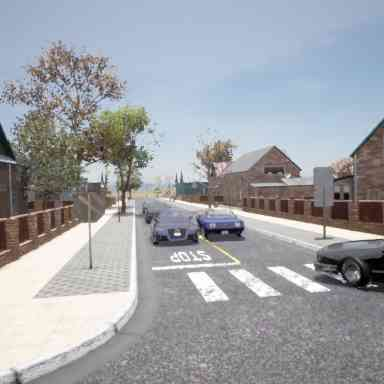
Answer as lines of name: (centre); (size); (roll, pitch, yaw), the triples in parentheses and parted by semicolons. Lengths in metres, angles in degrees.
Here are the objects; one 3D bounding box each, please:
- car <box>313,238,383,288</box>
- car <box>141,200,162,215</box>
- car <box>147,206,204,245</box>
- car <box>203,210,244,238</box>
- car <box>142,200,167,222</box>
car: (5.508, 1.437, 7.131); (5.357, 1.411, 2.033); (-1, 0, 42)
car: (-4.646, 1.645, 37.384); (2.033, 1.411, 5.357); (-2, 0, -10)
car: (-0.955, 1.609, 15.985); (1.994, 1.385, 4.181); (-2, 0, -10)
car: (1.307, 1.580, 17.656); (1.895, 1.301, 4.718); (-2, 0, -6)
car: (-2.708, 1.548, 26.115); (1.882, 1.535, 5.008); (-2, 0, -10)
